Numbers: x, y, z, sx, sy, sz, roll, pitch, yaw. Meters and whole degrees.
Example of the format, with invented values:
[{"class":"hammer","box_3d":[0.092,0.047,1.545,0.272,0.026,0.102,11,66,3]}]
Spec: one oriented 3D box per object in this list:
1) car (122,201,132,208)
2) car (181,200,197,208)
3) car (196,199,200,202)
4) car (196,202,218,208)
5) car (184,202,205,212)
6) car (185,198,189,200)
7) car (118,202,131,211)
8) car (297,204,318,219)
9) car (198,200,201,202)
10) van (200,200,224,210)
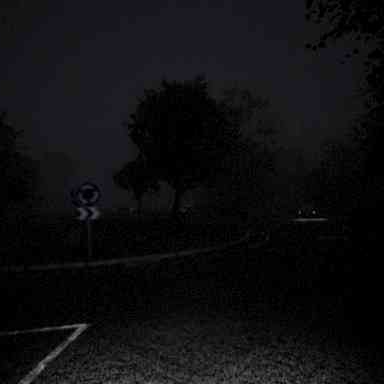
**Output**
[{"class":"car","box_3d":[-15.403,2.994,78.652,2.033,1.411,5.357,0,-1,-9]},{"class":"car","box_3d":[-0.756,3.098,74.206,1.837,1.490,4.892,0,0,-9]},{"class":"car","box_3d":[3.753,3.113,77.064,5.366,1.575,1.946,0,0,-9]},{"class":"car","box_3d":[3.533,3.151,79.838,4.792,1.488,2.163,0,0,-9]},{"class":"car","box_3d":[0.471,3.147,65.211,1.895,1.301,4.718,0,-1,-17]},{"class":"car","box_3d":[1.336,3.146,93.539,5.008,1.535,2.097,0,0,-9]},{"class":"car","box_3d":[-12.715,2.748,62.220,1.994,1.385,4.181,0,-1,-9]},{"class":"car","box_3d":[12.597,2.089,36.257,1.812,1.442,4.674,-2,-1,21]},{"class":"car","box_3d":[4.398,3.142,74.354,4.792,1.488,2.163,0,0,-9]},{"class":"van","box_3d":[4.687,2.882,71.592,4.442,1.987,1.878,0,0,-9]}]
